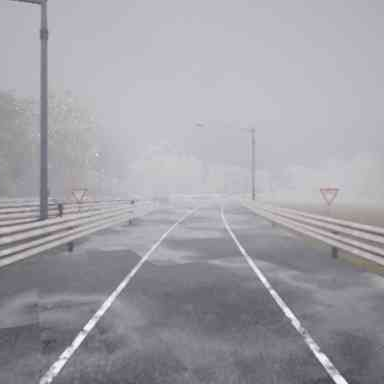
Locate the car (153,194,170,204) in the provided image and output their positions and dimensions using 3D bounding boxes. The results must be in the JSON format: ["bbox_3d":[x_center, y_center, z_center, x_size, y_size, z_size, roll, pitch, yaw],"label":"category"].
[{"bbox_3d":[-5.558,1.191,61.586,2.097,1.767,4.553,0,0,14],"label":"car"}]

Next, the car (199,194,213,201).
[{"bbox_3d":[4.066,1.426,84.177,2.033,1.411,5.357,0,0,16],"label":"car"}]

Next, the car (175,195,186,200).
[{"bbox_3d":[-2.915,1.443,85.213,1.994,1.385,4.181,0,0,16],"label":"car"}]

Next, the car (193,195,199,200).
[{"bbox_3d":[1.669,1.420,88.522,1.812,1.442,4.674,0,0,16],"label":"car"}]

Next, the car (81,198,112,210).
[{"bbox_3d":[-10.783,1.358,39.239,1.994,1.385,4.181,0,0,12],"label":"car"}]

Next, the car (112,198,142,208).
[{"bbox_3d":[-7.266,1.358,38.932,1.994,1.385,4.181,0,0,12],"label":"car"}]

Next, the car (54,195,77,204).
[{"bbox_3d":[-14.315,1.146,39.500,2.097,1.767,4.553,0,0,12],"label":"car"}]
